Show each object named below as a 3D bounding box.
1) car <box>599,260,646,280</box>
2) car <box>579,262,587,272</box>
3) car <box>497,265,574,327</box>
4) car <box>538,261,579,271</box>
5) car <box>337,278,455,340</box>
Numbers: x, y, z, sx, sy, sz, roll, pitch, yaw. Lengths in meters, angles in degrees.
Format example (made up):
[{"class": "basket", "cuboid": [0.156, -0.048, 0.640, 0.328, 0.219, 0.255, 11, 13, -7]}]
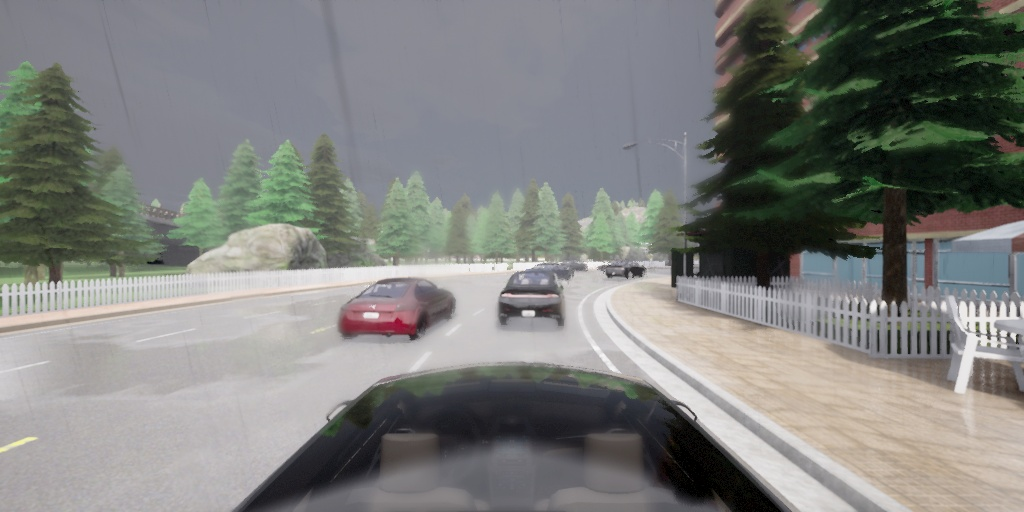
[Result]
[{"class": "car", "cuboid": [9.612, 1.171, 30.016, 2.128, 1.511, 4.902, 0, 0, 41]}, {"class": "car", "cuboid": [6.830, 1.213, 41.809, 4.181, 1.385, 1.994, 0, 0, -38]}, {"class": "car", "cuboid": [0.754, 1.218, 11.430, 2.128, 1.511, 4.902, 0, 0, 8]}, {"class": "car", "cuboid": [2.924, 1.234, 27.119, 2.033, 1.411, 5.357, 0, 0, 32]}, {"class": "car", "cuboid": [-2.959, 1.293, 10.024, 1.994, 1.385, 4.181, 0, 0, 5]}]
